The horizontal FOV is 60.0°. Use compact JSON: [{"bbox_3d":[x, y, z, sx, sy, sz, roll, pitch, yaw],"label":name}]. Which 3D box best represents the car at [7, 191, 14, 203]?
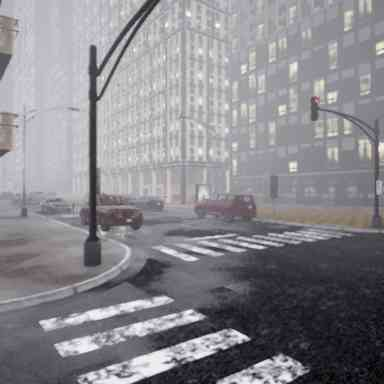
[{"bbox_3d":[-20.765,0.747,40.388,1.802,1.307,4.206,1,0,-36],"label":"car"}]

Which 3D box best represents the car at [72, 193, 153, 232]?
[{"bbox_3d":[-4.469,1.000,17.947,2.192,1.841,5.009,1,0,-36],"label":"car"}]

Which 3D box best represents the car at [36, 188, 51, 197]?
[{"bbox_3d":[-30.312,0.084,67.811,1.967,1.590,4.097,1,0,-36],"label":"car"}]

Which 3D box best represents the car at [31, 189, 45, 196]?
[{"bbox_3d":[-33.573,0.083,72.301,1.887,1.381,4.507,1,0,-36],"label":"car"}]

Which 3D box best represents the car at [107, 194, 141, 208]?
[{"bbox_3d":[-7.506,0.949,36.387,1.947,1.339,4.313,1,0,-36],"label":"car"}]

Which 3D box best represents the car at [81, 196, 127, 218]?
[{"bbox_3d":[-6.852,1.072,25.636,1.812,1.442,4.674,0,1,-36],"label":"car"}]

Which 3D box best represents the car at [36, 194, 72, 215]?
[{"bbox_3d":[-10.992,1.061,26.924,1.802,1.307,4.206,1,0,-36],"label":"car"}]

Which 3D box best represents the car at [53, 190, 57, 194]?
[{"bbox_3d":[-27.056,0.295,63.323,1.887,1.381,4.507,1,0,-36],"label":"car"}]

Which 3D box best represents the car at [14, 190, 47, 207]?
[{"bbox_3d":[-17.507,0.821,35.900,2.008,1.369,4.403,1,0,-36],"label":"car"}]

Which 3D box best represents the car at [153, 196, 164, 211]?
[{"bbox_3d":[-4.247,1.053,31.898,1.947,1.339,4.313,1,0,-36],"label":"car"}]

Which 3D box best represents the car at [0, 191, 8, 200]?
[{"bbox_3d":[-27.280,0.498,49.365,1.887,1.381,4.507,1,0,-36],"label":"car"}]

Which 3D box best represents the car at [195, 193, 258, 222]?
[{"bbox_3d":[2.276,1.009,22.918,2.192,1.841,5.009,1,0,-36],"label":"car"}]

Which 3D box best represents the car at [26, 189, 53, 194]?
[{"bbox_3d":[-20.487,0.633,44.500,1.812,1.442,4.674,0,1,-35],"label":"car"}]
